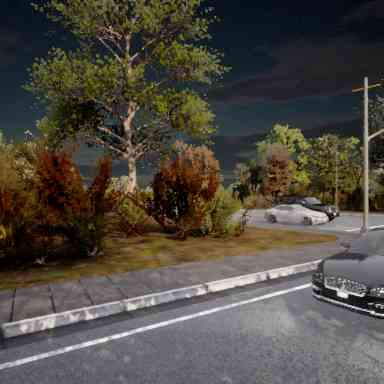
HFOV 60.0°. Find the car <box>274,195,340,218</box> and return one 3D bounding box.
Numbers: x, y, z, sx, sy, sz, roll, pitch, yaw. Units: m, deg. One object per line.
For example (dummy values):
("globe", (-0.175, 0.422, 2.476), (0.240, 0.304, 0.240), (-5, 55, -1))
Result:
("car", (9.115, 1.310, 27.268), (2.150, 2.045, 5.566), (0, 0, -37))

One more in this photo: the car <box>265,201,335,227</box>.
("car", (7.345, 1.602, 23.798), (1.812, 1.442, 4.674), (0, 0, -38))

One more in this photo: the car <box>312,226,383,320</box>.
("car", (4.575, 1.505, 7.073), (4.892, 1.490, 1.837), (0, 1, -35))
